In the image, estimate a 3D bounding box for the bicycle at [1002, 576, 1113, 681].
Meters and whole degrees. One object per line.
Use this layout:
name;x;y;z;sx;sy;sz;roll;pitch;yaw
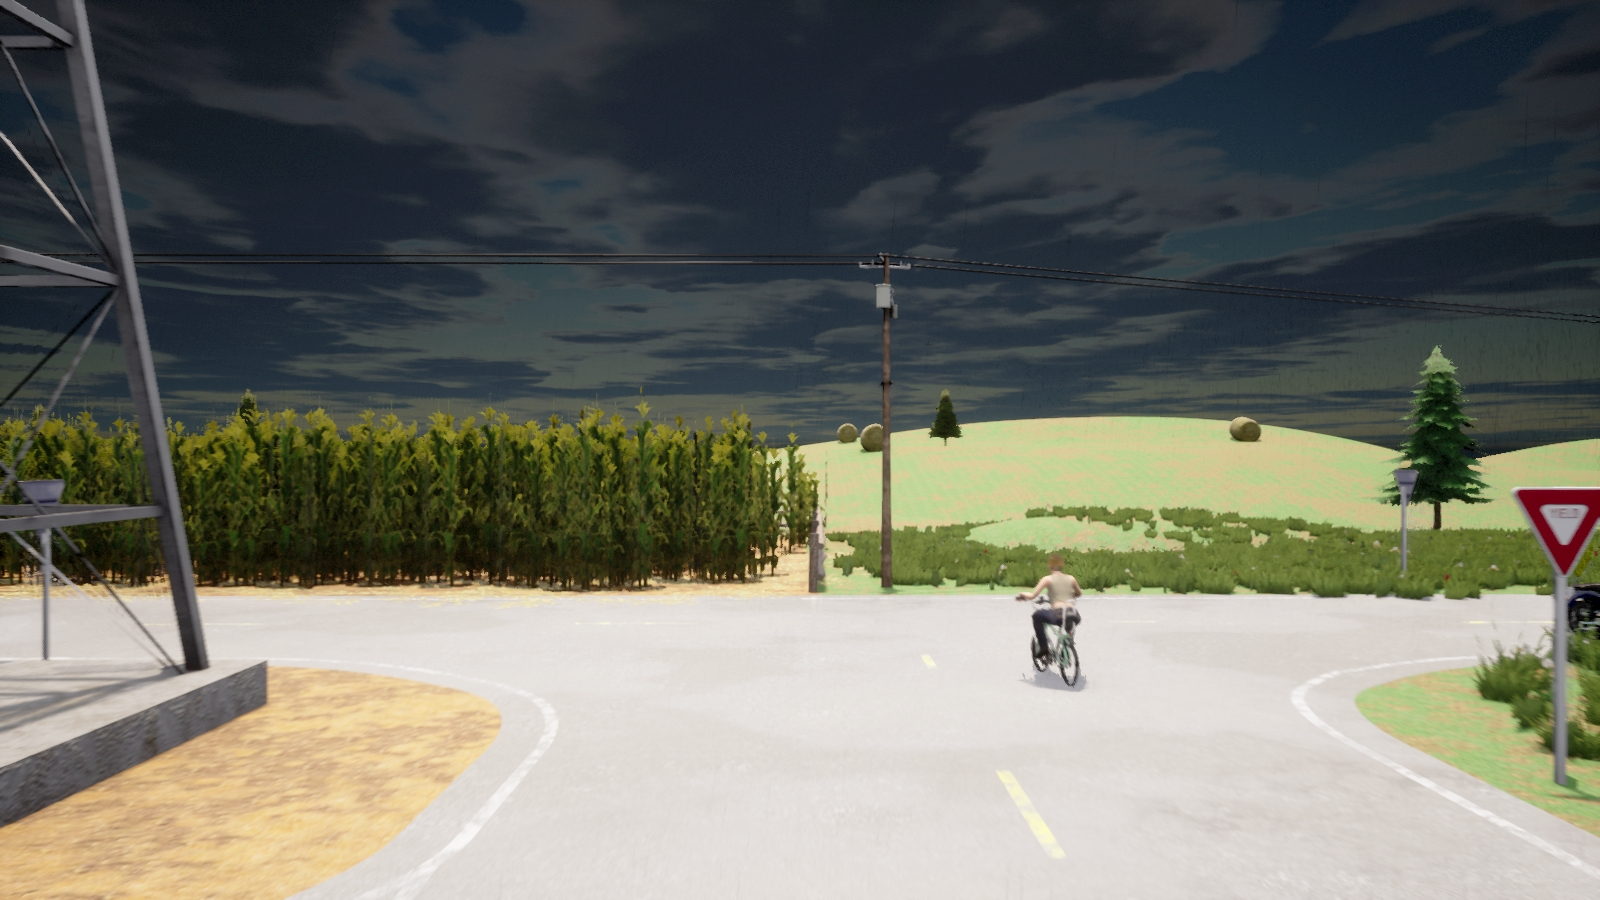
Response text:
bicycle;3.218;2.216;14.426;0.859;1.080;1.487;-1;0;-9
